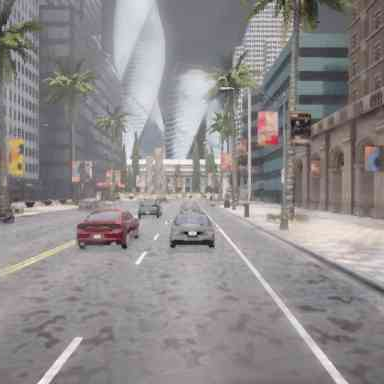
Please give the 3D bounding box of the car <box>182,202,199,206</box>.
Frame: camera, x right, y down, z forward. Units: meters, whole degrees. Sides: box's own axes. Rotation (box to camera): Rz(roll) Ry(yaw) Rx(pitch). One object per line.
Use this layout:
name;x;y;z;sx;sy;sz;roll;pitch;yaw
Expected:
car;-0.170;1.561;29.706;2.033;1.411;5.357;0;0;-1

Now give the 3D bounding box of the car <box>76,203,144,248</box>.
car;-3.507;1.482;14.669;1.882;1.535;5.008;0;0;-1

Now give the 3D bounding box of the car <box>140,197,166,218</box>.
car;-3.669;1.492;29.668;2.128;1.511;4.902;0;0;-1

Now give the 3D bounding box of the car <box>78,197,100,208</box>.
car;-13.924;1.477;45.188;2.231;1.521;4.892;0;0;-1

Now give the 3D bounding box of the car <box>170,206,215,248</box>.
car;-0.007;1.560;14.707;2.033;1.411;5.357;0;0;-1

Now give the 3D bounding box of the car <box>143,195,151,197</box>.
car;-10.574;1.447;77.428;1.882;1.535;5.008;0;0;7
